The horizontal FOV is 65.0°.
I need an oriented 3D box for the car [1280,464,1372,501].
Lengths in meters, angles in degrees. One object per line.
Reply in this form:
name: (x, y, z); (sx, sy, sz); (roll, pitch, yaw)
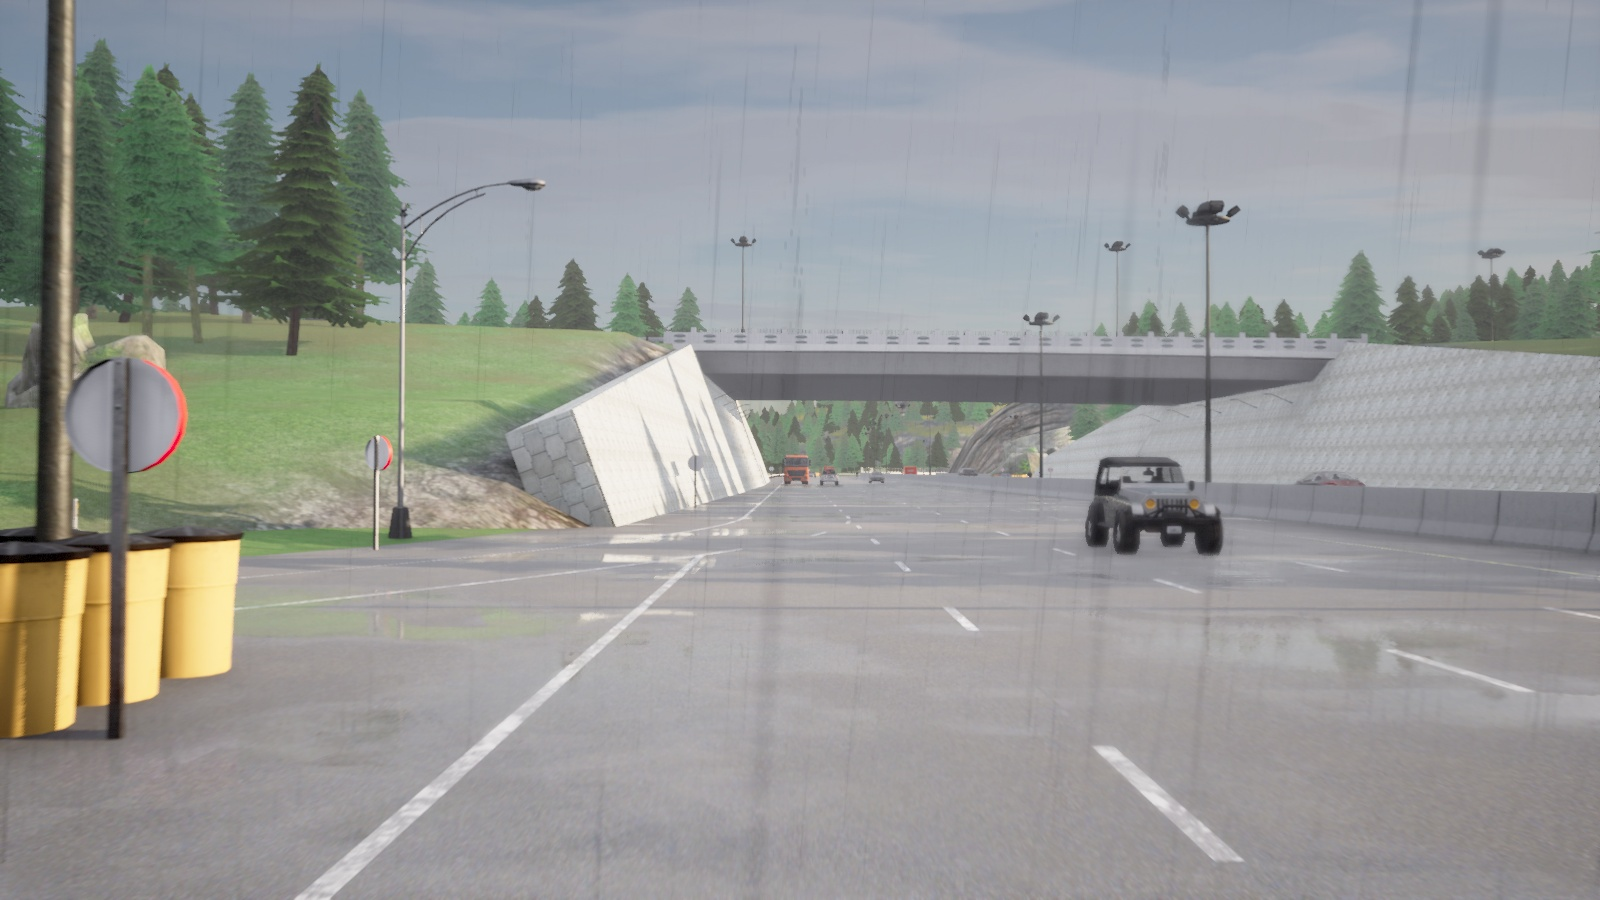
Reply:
car: (24.357, 1.473, 58.333); (2.152, 1.651, 5.027); (0, -1, 0)

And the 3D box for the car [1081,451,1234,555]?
car: (6.939, 0.998, 24.814); (1.905, 1.878, 3.866); (0, -1, 0)
